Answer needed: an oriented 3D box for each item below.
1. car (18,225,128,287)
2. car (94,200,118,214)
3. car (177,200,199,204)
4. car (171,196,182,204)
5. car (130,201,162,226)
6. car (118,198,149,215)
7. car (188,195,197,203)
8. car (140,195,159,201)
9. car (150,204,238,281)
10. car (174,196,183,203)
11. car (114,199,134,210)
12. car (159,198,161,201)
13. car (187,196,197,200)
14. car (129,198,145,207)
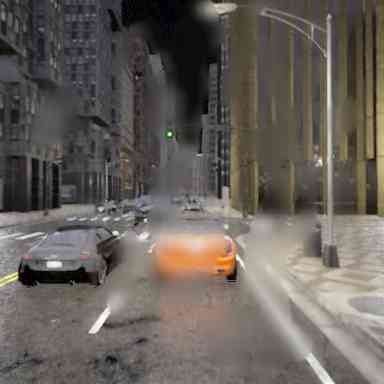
[{"bbox_3d":[-3.141,1.634,9.592,1.994,1.385,4.181,0,0,0],"label":"car"},{"bbox_3d":[-9.833,1.734,38.228,2.128,1.511,4.902,0,0,-1],"label":"car"},{"bbox_3d":[0.114,1.677,27.407,2.128,1.511,4.902,0,0,0],"label":"car"},{"bbox_3d":[-3.211,1.731,68.028,2.097,1.767,4.553,0,0,0],"label":"car"},{"bbox_3d":[-3.135,1.677,25.131,1.837,1.490,4.892,0,0,0],"label":"car"},{"bbox_3d":[-6.577,1.789,37.919,2.033,1.411,5.357,0,0,0],"label":"car"},{"bbox_3d":[0.045,1.616,78.033,2.097,1.767,4.553,0,0,0],"label":"car"},{"bbox_3d":[-6.580,1.512,48.104,2.150,2.045,5.566,0,0,0],"label":"car"},{"bbox_3d":[0.109,1.427,10.270,2.097,1.767,4.553,0,0,0],"label":"car"},{"bbox_3d":[-3.205,1.761,78.064,1.837,1.490,4.892,0,0,0],"label":"car"},{"bbox_3d":[-9.812,1.796,48.351,1.837,1.490,4.892,0,0,0],"label":"car"},{"bbox_3d":[-6.513,1.689,58.432,2.097,1.767,4.553,0,0,0],"label":"car"},{"bbox_3d":[0.039,1.904,68.056,1.812,1.442,4.674,0,0,0],"label":"car"},{"bbox_3d":[-9.743,1.889,59.431,2.033,1.411,5.357,0,0,1],"label":"car"}]
